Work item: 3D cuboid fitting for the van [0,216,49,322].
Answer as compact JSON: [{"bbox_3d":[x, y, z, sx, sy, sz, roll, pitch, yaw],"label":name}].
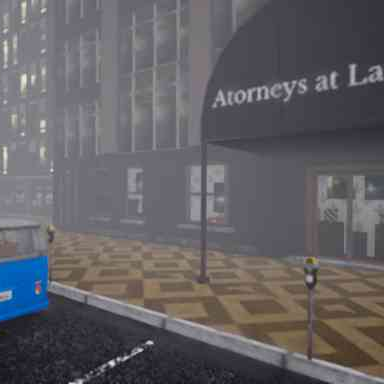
[{"bbox_3d":[-4.255,1.268,5.910,3.998,1.788,1.690,1,0,35],"label":"van"}]
